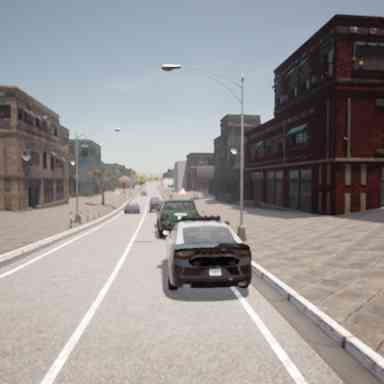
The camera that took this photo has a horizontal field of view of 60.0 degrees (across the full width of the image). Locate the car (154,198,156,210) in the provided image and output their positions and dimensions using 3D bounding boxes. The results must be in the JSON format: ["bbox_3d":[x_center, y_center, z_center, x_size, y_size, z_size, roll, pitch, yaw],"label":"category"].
[{"bbox_3d":[-1.579,1.589,25.286,2.150,2.045,5.566,0,-1,-7],"label":"car"}]

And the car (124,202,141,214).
[{"bbox_3d":[-7.675,2.052,42.903,1.994,1.385,4.181,0,1,-7],"label":"car"}]

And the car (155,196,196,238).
[{"bbox_3d":[-0.875,1.441,19.318,2.150,2.045,5.566,0,-1,-7],"label":"car"}]

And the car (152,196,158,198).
[{"bbox_3d":[-6.506,1.517,59.355,2.097,1.767,4.553,0,2,-7],"label":"car"}]

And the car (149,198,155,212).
[{"bbox_3d":[-4.952,1.935,46.295,1.837,1.490,4.892,0,-1,-7],"label":"car"}]

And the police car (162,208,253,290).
[{"bbox_3d":[0.230,1.466,9.381,1.930,1.638,5.238,0,-1,-6],"label":"police car"}]
